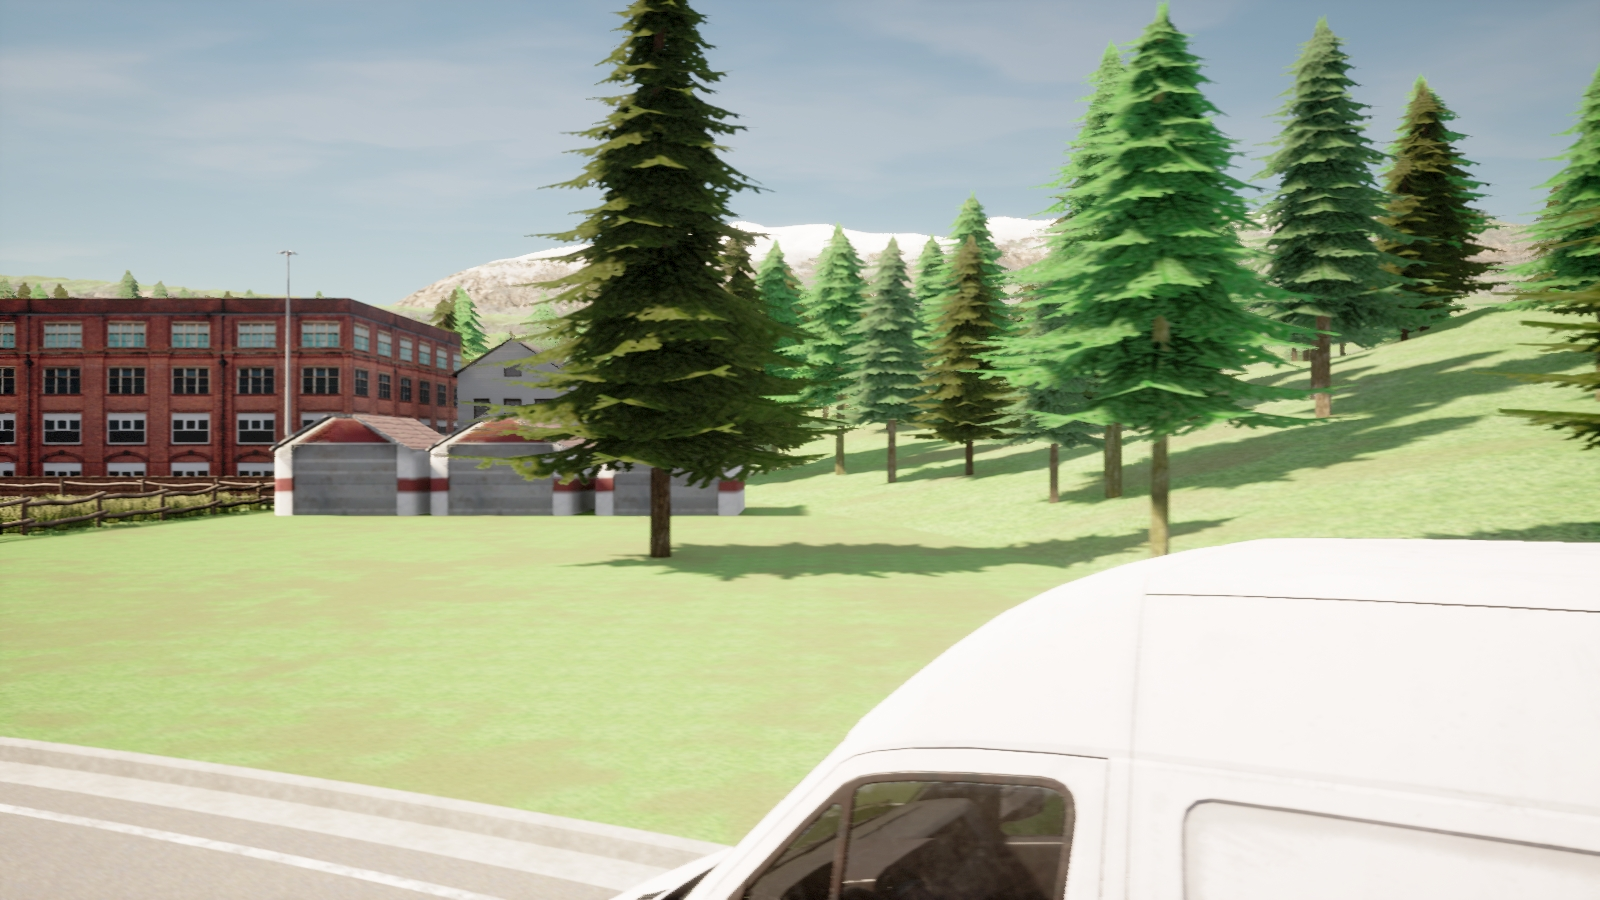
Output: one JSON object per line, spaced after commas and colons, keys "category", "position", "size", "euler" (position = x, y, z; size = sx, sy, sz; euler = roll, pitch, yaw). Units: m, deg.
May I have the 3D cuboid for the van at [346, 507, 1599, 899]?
{"category": "van", "position": [1.604, 1.534, 2.881], "size": [5.915, 2.561, 1.988], "euler": [0, -1, 32]}
